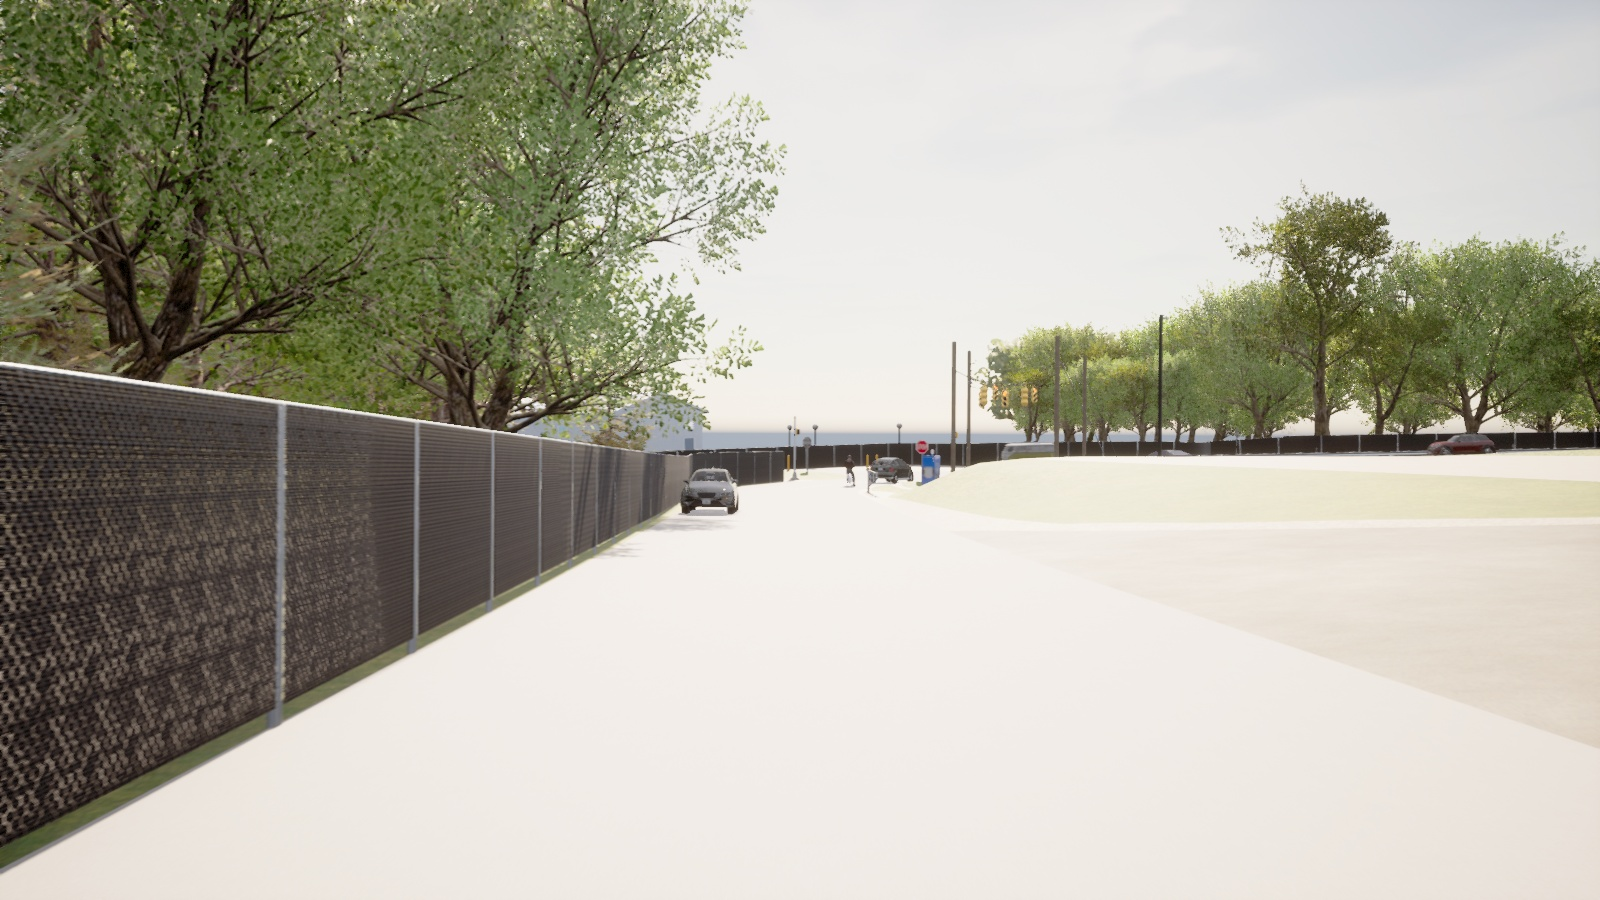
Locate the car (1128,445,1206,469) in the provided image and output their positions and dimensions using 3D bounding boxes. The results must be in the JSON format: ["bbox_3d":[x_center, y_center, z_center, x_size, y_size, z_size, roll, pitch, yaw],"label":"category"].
[{"bbox_3d":[24.596,0.514,84.373,2.033,1.411,5.357,-1,-2,-24],"label":"car"}]

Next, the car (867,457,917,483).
[{"bbox_3d":[5.706,1.220,77.600,1.789,1.549,3.705,0,0,27],"label":"car"}]

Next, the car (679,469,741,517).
[{"bbox_3d":[-2.980,1.398,42.333,1.816,1.474,4.193,0,0,0],"label":"car"}]

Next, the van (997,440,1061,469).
[{"bbox_3d":[16.987,0.344,93.263,4.442,1.987,1.775,-2,1,-27],"label":"van"}]
